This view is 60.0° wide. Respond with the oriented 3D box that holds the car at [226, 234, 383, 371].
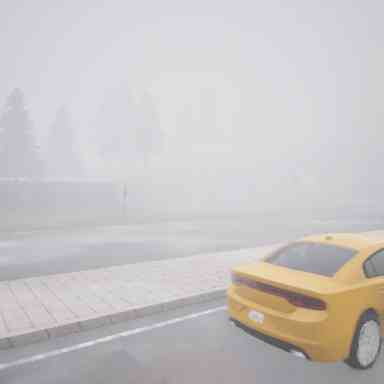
[{"bbox_3d":[2.851,1.477,5.779,5.008,1.535,1.882,0,0,-35],"label":"car"}]
